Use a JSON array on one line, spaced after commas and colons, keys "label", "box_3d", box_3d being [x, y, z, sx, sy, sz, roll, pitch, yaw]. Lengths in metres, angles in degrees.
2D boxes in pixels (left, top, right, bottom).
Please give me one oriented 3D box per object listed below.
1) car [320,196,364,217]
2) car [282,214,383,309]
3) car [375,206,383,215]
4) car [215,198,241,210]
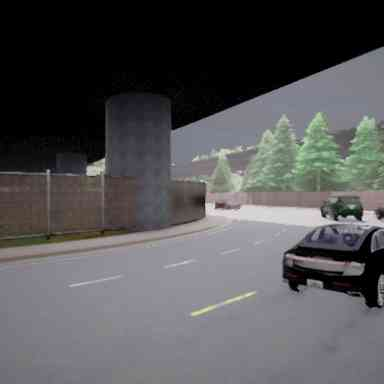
[{"label": "car", "box_3d": [12.768, 1.347, 28.668, 2.150, 2.045, 5.566, 0, 0, 6]}, {"label": "car", "box_3d": [3.957, 1.527, 8.107, 2.128, 1.511, 4.902, -1, 0, 42]}, {"label": "car", "box_3d": [15.773, 1.576, 25.652, 2.128, 1.511, 4.902, 0, 0, 10]}, {"label": "car", "box_3d": [5.072, 1.659, 47.305, 2.097, 1.767, 4.553, 0, 0, -25]}]
